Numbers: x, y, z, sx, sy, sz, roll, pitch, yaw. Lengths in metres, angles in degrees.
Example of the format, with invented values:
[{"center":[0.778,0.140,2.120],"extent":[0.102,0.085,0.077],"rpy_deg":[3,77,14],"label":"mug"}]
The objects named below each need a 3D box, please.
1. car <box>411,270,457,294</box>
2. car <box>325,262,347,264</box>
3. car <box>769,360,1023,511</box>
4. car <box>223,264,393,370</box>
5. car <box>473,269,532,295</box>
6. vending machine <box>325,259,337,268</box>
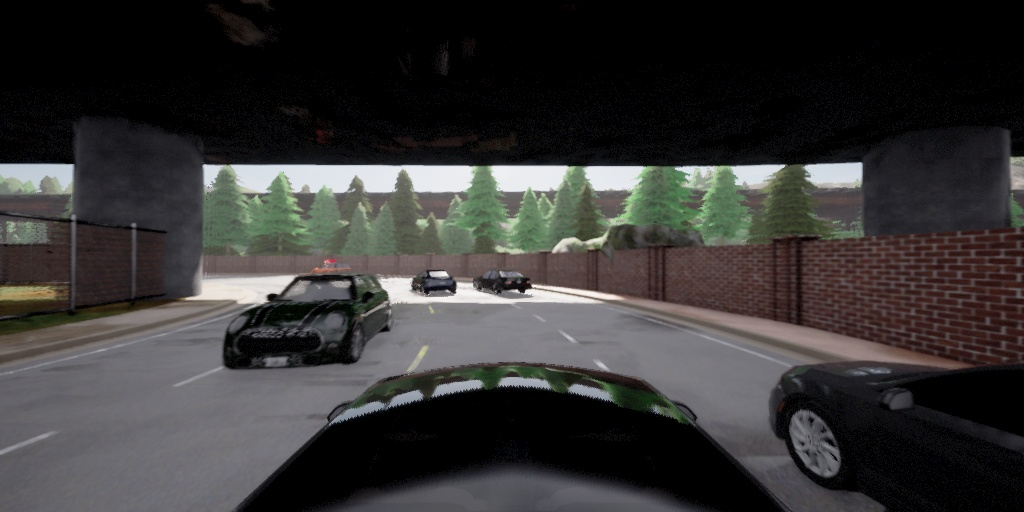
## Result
[{"center":[-4.896,1.528,22.191],"extent":[1.994,1.385,4.181],"rpy_deg":[0,-1,-28],"label":"car"},{"center":[-17.741,1.454,35.344],"extent":[4.553,1.767,2.097],"rpy_deg":[0,-1,32],"label":"car"},{"center":[3.574,1.252,1.710],"extent":[1.837,1.490,4.892],"rpy_deg":[0,-1,0],"label":"car"},{"center":[-4.150,1.169,8.122],"extent":[2.097,1.767,4.553],"rpy_deg":[0,-1,-7],"label":"car"},{"center":[-0.723,1.509,21.955],"extent":[2.033,1.411,5.357],"rpy_deg":[0,-1,-26],"label":"car"},{"center":[-23.237,1.409,46.043],"extent":[0.880,2.100,1.100],"rpy_deg":[0,0,17],"label":"vending machine"}]
